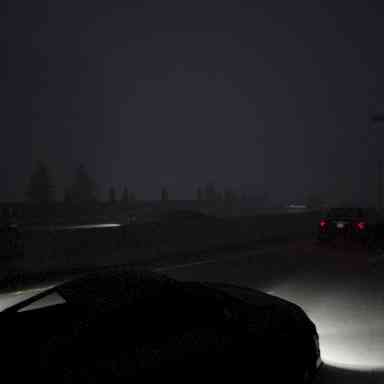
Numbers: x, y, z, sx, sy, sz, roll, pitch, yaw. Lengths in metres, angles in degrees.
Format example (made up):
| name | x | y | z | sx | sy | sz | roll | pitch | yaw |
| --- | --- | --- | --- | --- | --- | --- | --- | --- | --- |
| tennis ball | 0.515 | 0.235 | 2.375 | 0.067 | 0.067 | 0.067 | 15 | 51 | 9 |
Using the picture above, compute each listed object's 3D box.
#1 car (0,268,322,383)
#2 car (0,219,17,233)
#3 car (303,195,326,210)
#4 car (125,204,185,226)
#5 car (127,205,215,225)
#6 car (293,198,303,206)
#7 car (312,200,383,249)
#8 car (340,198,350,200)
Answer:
| name | x | y | z | sx | sy | sz | roll | pitch | yaw |
| --- | --- | --- | --- | --- | --- | --- | --- | --- | --- |
| car | -0.455 | 1.579 | 3.633 | 4.181 | 1.385 | 1.994 | 0 | 0 | -37 |
| car | -9.863 | 1.621 | 14.312 | 4.181 | 1.385 | 1.994 | 0 | 0 | -36 |
| car | 17.307 | 1.405 | 46.133 | 2.150 | 2.045 | 5.566 | 0 | 0 | 27 |
| car | -2.698 | 1.663 | 24.921 | 4.181 | 1.385 | 1.994 | 0 | 0 | -44 |
| car | -0.955 | 1.545 | 17.006 | 5.008 | 1.535 | 1.882 | 0 | 0 | -42 |
| car | 19.403 | 1.801 | 60.065 | 1.994 | 1.385 | 4.181 | 0 | 0 | 19 |
| car | 7.658 | 1.413 | 15.248 | 4.553 | 1.767 | 2.097 | 0 | 0 | -44 |
| car | 23.254 | 1.678 | 50.596 | 1.882 | 1.535 | 5.008 | 0 | 0 | 24 |
